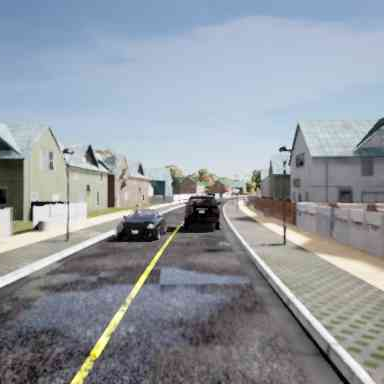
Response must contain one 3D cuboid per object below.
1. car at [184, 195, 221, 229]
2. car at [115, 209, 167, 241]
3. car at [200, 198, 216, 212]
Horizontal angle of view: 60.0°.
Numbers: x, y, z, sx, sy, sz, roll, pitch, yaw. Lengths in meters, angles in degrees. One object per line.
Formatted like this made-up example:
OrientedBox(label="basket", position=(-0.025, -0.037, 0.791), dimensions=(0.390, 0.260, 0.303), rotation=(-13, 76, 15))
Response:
OrientedBox(label="car", position=(0.690, 1.225, 21.635), dimensions=(2.150, 2.045, 5.566), rotation=(0, 0, 3))
OrientedBox(label="car", position=(-2.431, 1.564, 16.637), dimensions=(1.994, 1.385, 4.181), rotation=(0, 0, 3))
OrientedBox(label="car", position=(2.001, 1.533, 40.137), dimensions=(1.812, 1.442, 4.674), rotation=(0, 0, 5))
